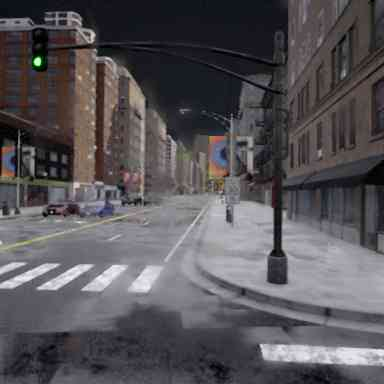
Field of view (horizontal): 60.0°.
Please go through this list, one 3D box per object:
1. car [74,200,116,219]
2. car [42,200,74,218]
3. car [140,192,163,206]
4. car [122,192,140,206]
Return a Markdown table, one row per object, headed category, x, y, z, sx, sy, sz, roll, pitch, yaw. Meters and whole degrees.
| category | x | y | z | sx | sy | sz | roll | pitch | yaw |
| --- | --- | --- | --- | --- | --- | --- | --- | --- | --- |
| car | -7.773 | 1.403 | 27.808 | 1.812 | 1.442 | 4.674 | 1 | 0 | 4 |
| car | -10.991 | 1.407 | 28.351 | 1.994 | 1.385 | 4.181 | 1 | 0 | 4 |
| car | -5.894 | 1.082 | 50.985 | 2.150 | 2.045 | 5.566 | 1 | 0 | 5 |
| car | -9.128 | 1.046 | 51.304 | 2.150 | 2.045 | 5.566 | 1 | 0 | 5 |
